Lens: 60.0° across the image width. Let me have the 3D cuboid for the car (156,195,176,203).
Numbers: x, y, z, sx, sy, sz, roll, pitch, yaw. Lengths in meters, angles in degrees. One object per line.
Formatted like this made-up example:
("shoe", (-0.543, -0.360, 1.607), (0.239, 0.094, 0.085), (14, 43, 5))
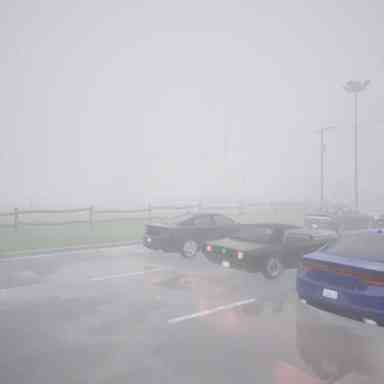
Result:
("car", (-5.825, 1.522, 66.737), (1.812, 1.442, 4.674), (0, 0, -36))

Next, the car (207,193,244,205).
("car", (5.673, 1.215, 56.854), (2.150, 2.045, 5.566), (0, 1, -36))

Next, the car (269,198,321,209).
("car", (12.685, 1.546, 41.356), (2.033, 1.411, 5.357), (0, 0, -37))

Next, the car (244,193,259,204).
("car", (8.637, 1.216, 58.726), (2.150, 2.045, 5.566), (0, 1, -36))

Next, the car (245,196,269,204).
("car", (12.697, 1.523, 65.128), (1.812, 1.442, 4.674), (0, 0, -36))

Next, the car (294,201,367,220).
("car", (8.153, 1.491, 18.205), (4.902, 1.511, 2.128), (0, 0, -36))

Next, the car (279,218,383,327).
("car", (4.223, 1.477, 6.767), (5.008, 1.535, 1.882), (0, 0, -36))

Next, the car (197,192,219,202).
("car", (3.724, 1.142, 77.439), (2.150, 2.045, 5.566), (0, 0, -36))

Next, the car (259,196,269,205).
("car", (12.126, 1.489, 59.905), (2.128, 1.511, 4.902), (0, 0, -36))

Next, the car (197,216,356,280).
("car", (2.696, 1.600, 9.980), (4.718, 1.301, 1.895), (0, 0, -35))

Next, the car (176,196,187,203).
("car", (-3.762, 1.470, 69.890), (1.837, 1.490, 4.892), (0, 0, -36))

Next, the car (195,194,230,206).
("car", (3.281, 1.492, 54.190), (2.128, 1.511, 4.902), (0, 0, -36))

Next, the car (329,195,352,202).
("car", (18.406, 1.546, 45.423), (2.033, 1.411, 5.357), (0, 0, -37))

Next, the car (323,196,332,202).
("car", (15.492, 1.562, 43.449), (1.994, 1.385, 4.181), (0, 0, -36))

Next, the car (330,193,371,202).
("car", (23.378, 1.218, 50.469), (2.150, 2.045, 5.566), (0, 0, -37))

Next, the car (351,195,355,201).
("car", (20.725, 1.561, 48.156), (1.994, 1.385, 4.181), (0, 0, -37))

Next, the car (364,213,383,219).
("car", (10.199, 1.504, 15.364), (4.892, 1.490, 1.837), (0, 0, -36))

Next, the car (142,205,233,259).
("car", (0.560, 1.477, 12.755), (5.008, 1.535, 1.882), (0, 0, -36))

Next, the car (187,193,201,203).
("car", (-0.691, 1.522, 71.620), (2.033, 1.411, 5.357), (0, 0, -36))
